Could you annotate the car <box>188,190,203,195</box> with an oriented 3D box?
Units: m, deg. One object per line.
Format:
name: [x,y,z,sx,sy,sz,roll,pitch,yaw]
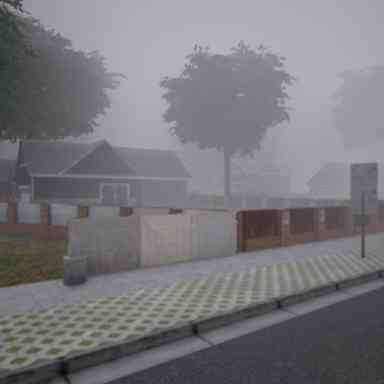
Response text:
car: [0.122,0.763,46.713,2.150,2.045,5.566,0,1,-35]
